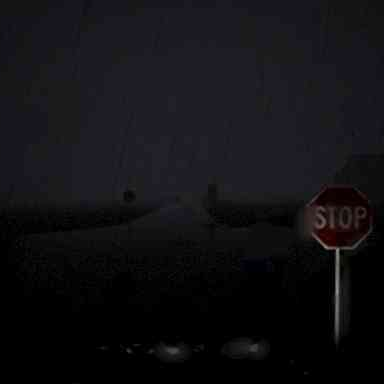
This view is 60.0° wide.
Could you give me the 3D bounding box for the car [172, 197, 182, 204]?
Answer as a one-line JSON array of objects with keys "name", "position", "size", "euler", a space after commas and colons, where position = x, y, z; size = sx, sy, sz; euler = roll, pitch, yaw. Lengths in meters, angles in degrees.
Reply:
[{"name": "car", "position": [-2.862, 1.638, 65.647], "size": [2.033, 1.411, 5.357], "euler": [0, 0, 0]}]
